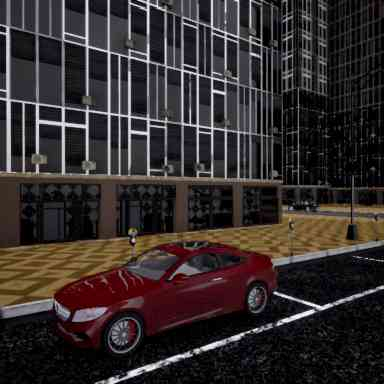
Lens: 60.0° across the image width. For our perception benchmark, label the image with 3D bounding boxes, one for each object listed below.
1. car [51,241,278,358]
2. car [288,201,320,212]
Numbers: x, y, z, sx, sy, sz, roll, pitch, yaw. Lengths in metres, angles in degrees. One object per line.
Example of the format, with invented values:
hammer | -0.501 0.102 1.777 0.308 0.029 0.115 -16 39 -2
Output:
car | -0.237 1.582 5.932 4.206 1.307 1.802 0 0 -36
car | 15.143 1.899 45.275 2.008 1.369 4.403 -1 0 -36
